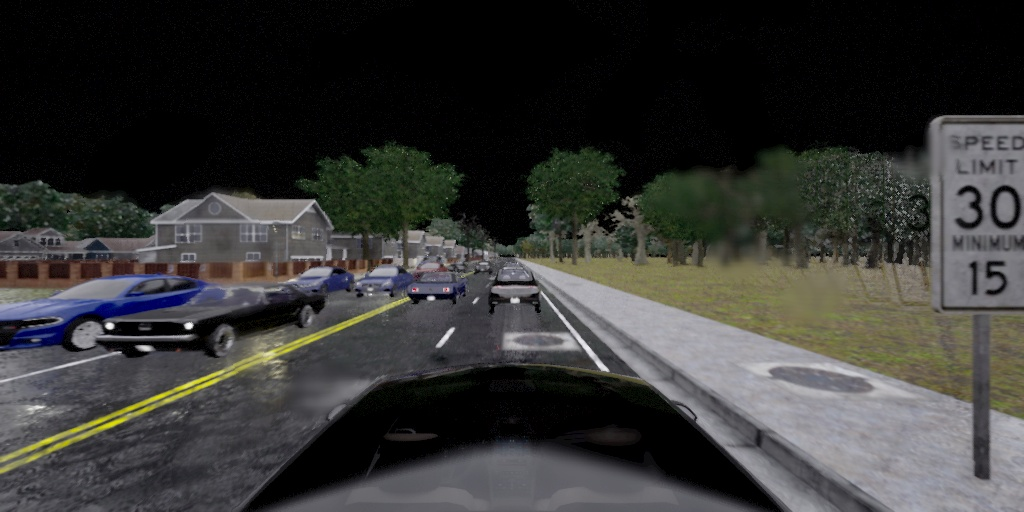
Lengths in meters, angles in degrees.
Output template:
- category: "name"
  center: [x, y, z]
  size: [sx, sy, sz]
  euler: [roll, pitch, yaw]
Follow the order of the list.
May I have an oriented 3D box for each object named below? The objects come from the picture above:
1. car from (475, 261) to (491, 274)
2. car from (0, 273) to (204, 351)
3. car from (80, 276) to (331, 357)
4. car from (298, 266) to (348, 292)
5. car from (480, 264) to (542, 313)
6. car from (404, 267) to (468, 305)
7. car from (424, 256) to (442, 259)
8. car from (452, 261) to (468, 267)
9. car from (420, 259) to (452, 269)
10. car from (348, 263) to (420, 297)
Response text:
- category: "car"
  center: [-3.159, 1.293, 40.819]
  size: [1.812, 1.442, 4.674]
  euler: [0, 0, 0]
- category: "car"
  center: [-9.840, 1.231, 9.183]
  size: [1.882, 1.535, 5.008]
  euler: [0, 0, 0]
- category: "car"
  center: [-6.592, 1.354, 8.658]
  size: [1.895, 1.301, 4.718]
  euler: [0, 0, 0]
- category: "car"
  center: [-9.800, 1.283, 18.640]
  size: [1.812, 1.442, 4.674]
  euler: [0, 0, 0]
- category: "car"
  center: [0.102, 1.248, 14.165]
  size: [2.128, 1.511, 4.902]
  euler: [0, 0, 0]
- category: "car"
  center: [-3.145, 1.357, 16.206]
  size: [1.895, 1.301, 4.718]
  euler: [0, 0, 0]
- category: "car"
  center: [-9.740, 1.011, 43.548]
  size: [2.150, 2.045, 5.566]
  euler: [0, 0, 0]
- category: "car"
  center: [-6.491, 1.341, 43.488]
  size: [1.994, 1.385, 4.181]
  euler: [0, 0, 0]
- category: "car"
  center: [-6.541, 1.240, 29.432]
  size: [1.882, 1.535, 5.008]
  euler: [0, 0, 1]
- category: "car"
  center: [-6.548, 1.283, 18.938]
  size: [1.812, 1.442, 4.674]
  euler: [0, 0, 0]
